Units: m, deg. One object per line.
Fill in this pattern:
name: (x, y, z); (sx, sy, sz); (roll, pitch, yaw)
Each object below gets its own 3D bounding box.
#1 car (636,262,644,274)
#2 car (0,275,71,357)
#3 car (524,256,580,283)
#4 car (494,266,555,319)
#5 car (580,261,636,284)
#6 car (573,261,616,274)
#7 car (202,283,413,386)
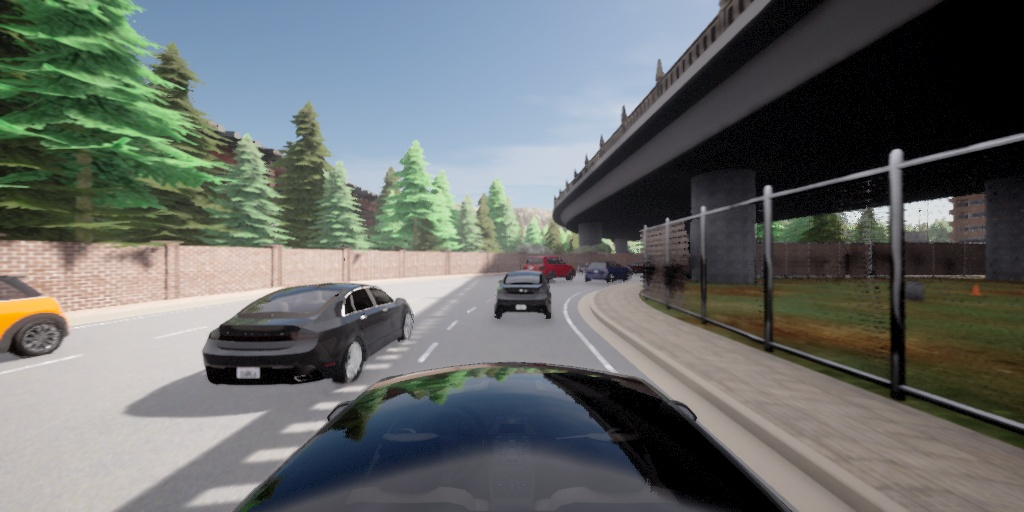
car: (14.575, 1.441, 42.041); (4.181, 1.385, 1.994); (0, 0, -23)
car: (-10.437, 1.114, 5.560); (2.097, 1.767, 4.553); (0, 0, 2)
car: (3.014, 1.056, 28.663); (2.150, 2.045, 5.566); (-1, 0, 36)
car: (0.514, 1.290, 13.091); (1.837, 1.490, 4.892); (0, 0, 6)
car: (7.754, 1.187, 28.724); (2.097, 1.767, 4.553); (0, 0, 41)
car: (10.106, 1.374, 43.716); (4.902, 1.511, 2.128); (0, 0, -27)
car: (-3.384, 1.271, 7.049); (1.837, 1.490, 4.892); (0, 0, 0)
